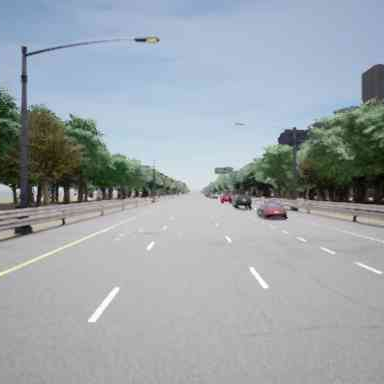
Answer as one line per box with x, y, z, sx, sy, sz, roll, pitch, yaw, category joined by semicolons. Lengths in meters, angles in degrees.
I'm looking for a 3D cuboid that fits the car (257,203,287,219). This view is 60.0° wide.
7.046;1.626;29.656;1.994;1.385;4.181;0;0;0;car

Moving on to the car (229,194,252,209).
7.119;1.333;47.745;2.150;2.045;5.566;0;0;0;car

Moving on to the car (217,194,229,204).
7.271;1.404;71.321;2.150;2.045;5.566;0;0;0;car
